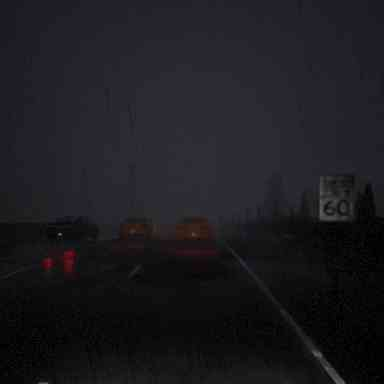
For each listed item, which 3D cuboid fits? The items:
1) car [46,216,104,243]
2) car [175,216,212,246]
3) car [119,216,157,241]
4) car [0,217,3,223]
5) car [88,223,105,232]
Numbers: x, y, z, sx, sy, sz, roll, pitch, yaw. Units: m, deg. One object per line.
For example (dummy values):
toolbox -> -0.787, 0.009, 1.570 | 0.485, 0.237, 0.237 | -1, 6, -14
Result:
car -> -6.890, 2.189, 19.785 | 2.128, 1.511, 4.902 | 0, -4, 0
car -> 0.091, 2.090, 18.631 | 1.882, 1.535, 5.008 | 0, -4, 0
car -> -3.390, 2.312, 21.483 | 1.882, 1.535, 5.008 | 0, -5, 0
car -> -21.068, 3.298, 33.081 | 2.150, 2.045, 5.566 | 0, -7, 0
car -> -20.964, 7.883, 73.420 | 2.150, 2.045, 5.566 | 0, -7, 0
